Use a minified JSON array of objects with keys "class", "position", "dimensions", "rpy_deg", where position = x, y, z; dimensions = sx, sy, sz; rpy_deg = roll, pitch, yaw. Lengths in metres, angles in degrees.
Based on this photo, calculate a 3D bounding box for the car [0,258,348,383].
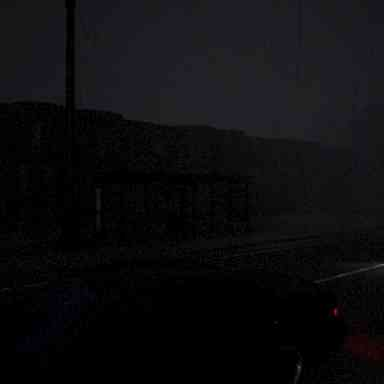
[{"class":"car","position":[-0.619,1.514,3.520],"dimensions":[5.357,1.411,2.033],"rpy_deg":[0,1,-32]}]
